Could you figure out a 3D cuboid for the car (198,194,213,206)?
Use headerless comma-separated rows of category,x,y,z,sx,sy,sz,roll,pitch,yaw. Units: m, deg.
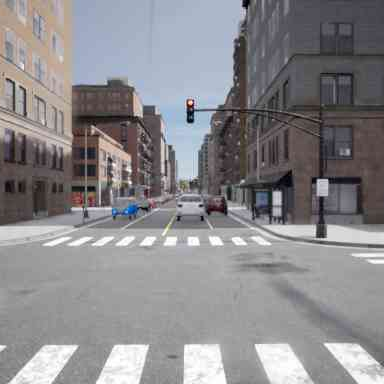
car,2.220,1.306,55.099,2.192,1.841,5.009,0,0,-1

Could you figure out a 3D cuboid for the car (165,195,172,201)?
car,-6.146,1.565,87.461,1.802,1.307,4.206,0,0,-1

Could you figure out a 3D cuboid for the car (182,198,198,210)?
car,-0.257,1.541,43.188,2.033,1.411,5.357,0,0,0

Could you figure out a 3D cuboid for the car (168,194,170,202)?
car,-5.959,1.539,65.837,2.008,1.369,4.403,0,0,-1

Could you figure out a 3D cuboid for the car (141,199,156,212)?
car,-5.724,1.560,38.807,1.947,1.339,4.313,0,0,-1

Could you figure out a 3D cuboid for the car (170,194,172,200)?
car,-6.006,1.553,71.243,1.947,1.339,4.313,0,0,-1

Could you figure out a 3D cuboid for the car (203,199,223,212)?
car,2.380,1.545,38.880,2.008,1.369,4.403,0,0,-1

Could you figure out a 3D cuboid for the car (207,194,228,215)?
car,2.434,1.310,33.474,2.192,1.841,5.009,0,0,-1

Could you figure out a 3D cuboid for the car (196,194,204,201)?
car,1.954,1.425,82.128,1.967,1.590,4.097,0,0,-1

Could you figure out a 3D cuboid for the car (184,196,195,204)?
car,-0.454,1.467,62.309,1.882,1.535,5.008,0,0,0

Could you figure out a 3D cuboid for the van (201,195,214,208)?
van,2.274,1.333,49.692,1.690,1.788,3.998,0,0,-1

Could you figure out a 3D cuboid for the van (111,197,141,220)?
van,-5.630,1.337,27.995,1.690,1.788,3.998,0,0,-1

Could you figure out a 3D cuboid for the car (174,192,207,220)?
car,-0.126,1.218,28.157,2.150,2.045,5.566,0,0,0

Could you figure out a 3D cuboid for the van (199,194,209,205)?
van,2.167,1.331,60.505,1.690,1.788,3.998,0,0,-1

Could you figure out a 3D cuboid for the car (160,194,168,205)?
car,-5.910,1.515,60.262,1.752,1.417,4.829,0,0,-1

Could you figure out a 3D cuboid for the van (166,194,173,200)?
van,-6.193,1.323,92.867,1.690,1.788,3.998,0,0,-1

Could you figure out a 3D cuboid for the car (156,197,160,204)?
car,-5.771,1.538,44.213,1.887,1.381,4.507,0,0,-1

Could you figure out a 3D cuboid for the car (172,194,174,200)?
car,-6.053,1.301,76.649,2.192,1.841,5.009,0,0,-1

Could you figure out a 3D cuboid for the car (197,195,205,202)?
car,2.006,1.511,76.892,1.752,1.417,4.829,0,0,-1
